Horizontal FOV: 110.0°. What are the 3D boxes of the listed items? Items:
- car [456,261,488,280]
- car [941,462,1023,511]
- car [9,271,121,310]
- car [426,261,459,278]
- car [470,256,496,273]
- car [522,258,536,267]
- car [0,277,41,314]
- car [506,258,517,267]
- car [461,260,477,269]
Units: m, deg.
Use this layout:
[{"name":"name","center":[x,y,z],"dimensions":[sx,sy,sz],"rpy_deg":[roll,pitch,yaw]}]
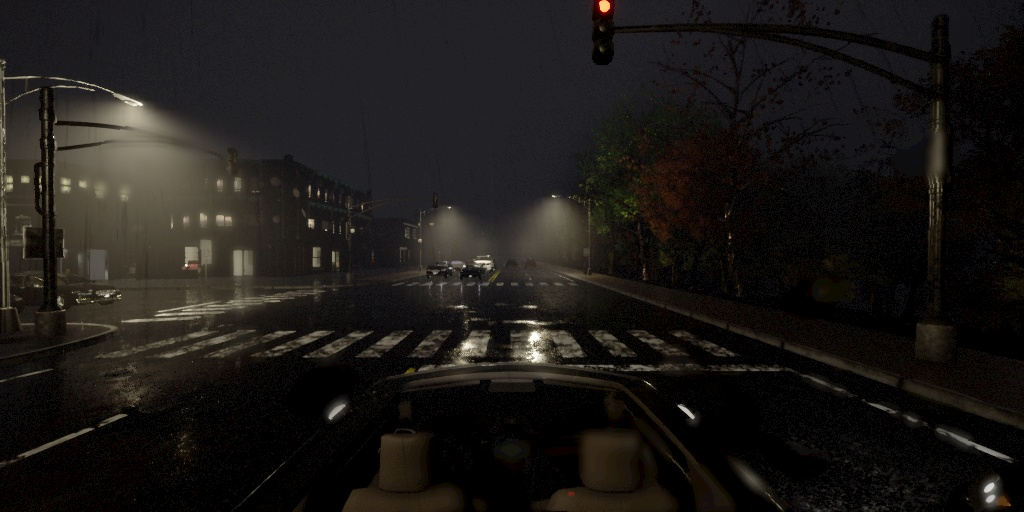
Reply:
[{"name":"car","center":[-3.414,1.341,31.650],"dimensions":[1.895,1.301,4.718],"rpy_deg":[0,0,0]},{"name":"car","center":[3.355,1.314,0.186],"dimensions":[1.994,1.385,4.181],"rpy_deg":[0,0,0]},{"name":"car","center":[-19.619,1.472,15.208],"dimensions":[4.892,1.490,1.837],"rpy_deg":[-1,1,0]},{"name":"car","center":[-6.668,1.231,33.569],"dimensions":[2.128,1.511,4.902],"rpy_deg":[0,0,0]},{"name":"car","center":[-3.437,0.960,43.571],"dimensions":[2.150,2.045,5.566],"rpy_deg":[0,0,0]},{"name":"car","center":[3.221,1.204,63.193],"dimensions":[1.882,1.535,5.008],"rpy_deg":[0,0,0]},{"name":"car","center":[-19.970,1.565,12.502],"dimensions":[4.313,1.339,1.948],"rpy_deg":[0,0,0]},{"name":"car","center":[-0.031,1.204,63.774],"dimensions":[1.882,1.535,5.008],"rpy_deg":[0,0,0]},{"name":"car","center":[-6.699,1.330,55.876],"dimensions":[1.895,1.301,4.718],"rpy_deg":[0,0,0]}]
